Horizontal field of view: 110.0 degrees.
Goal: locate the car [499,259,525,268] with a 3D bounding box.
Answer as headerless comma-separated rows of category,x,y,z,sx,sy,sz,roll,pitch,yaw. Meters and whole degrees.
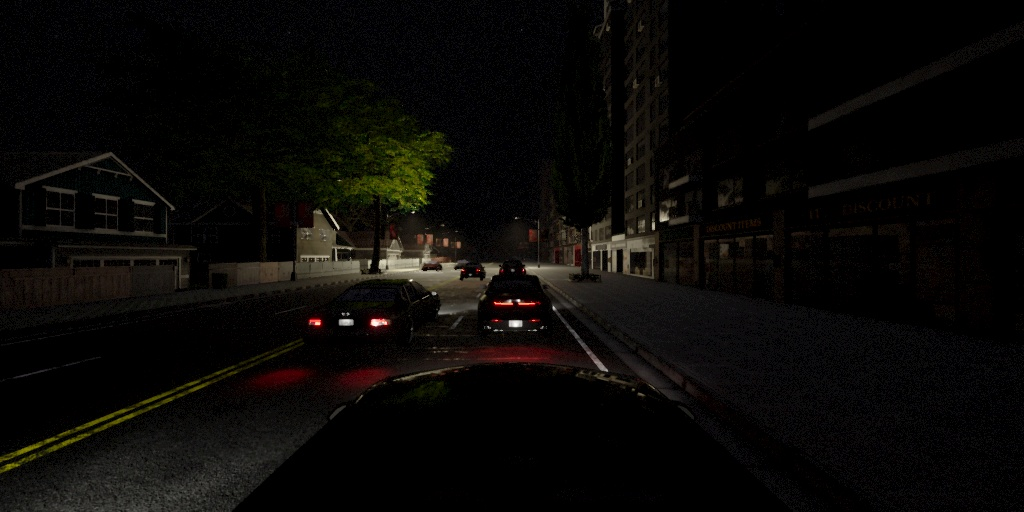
car,0.013,1.093,28.646,2.097,1.767,4.553,0,0,-1

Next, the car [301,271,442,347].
car,-3.168,1.297,9.269,2.033,1.411,5.357,0,0,-1

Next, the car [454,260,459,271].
car,-6.742,1.268,49.191,2.033,1.411,5.357,0,0,0

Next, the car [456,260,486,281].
car,-3.247,1.265,30.172,1.812,1.442,4.674,0,0,0

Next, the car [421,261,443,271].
car,-9.990,1.290,45.147,1.994,1.385,4.181,0,0,0

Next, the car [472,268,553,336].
car,0.072,1.254,10.365,1.837,1.490,4.892,0,0,0
